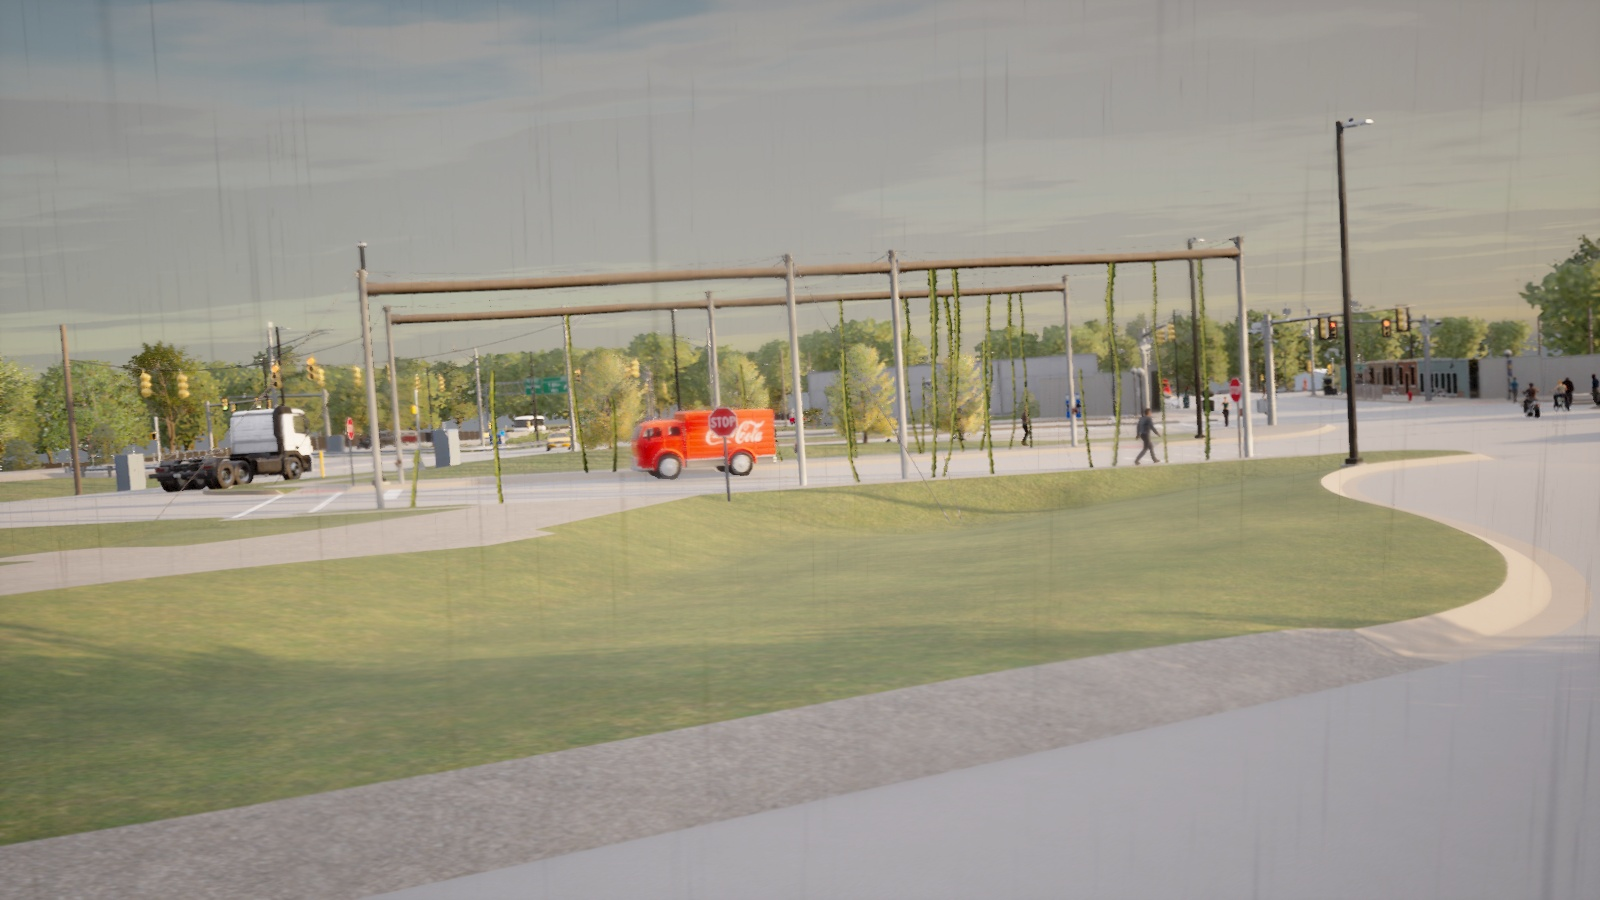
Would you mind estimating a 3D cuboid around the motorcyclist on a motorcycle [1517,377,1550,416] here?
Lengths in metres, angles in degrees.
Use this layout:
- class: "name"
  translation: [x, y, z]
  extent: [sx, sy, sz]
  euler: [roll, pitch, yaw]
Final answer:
- class: "motorcyclist on a motorcycle"
  translation: [33.470, -2.444, 57.346]
  extent: [0.766, 1.649, 2.350]
  euler: [-4, 1, 19]

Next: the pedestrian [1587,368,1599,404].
- class: "pedestrian"
  translation: [41.653, -3.326, 65.626]
  extent: [0.726, 1.835, 0.370]
  euler: [-3, 3, 14]

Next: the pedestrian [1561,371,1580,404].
- class: "pedestrian"
  translation: [44.369, -3.594, 72.321]
  extent: [0.634, 1.844, 0.899]
  euler: [-3, 3, 16]

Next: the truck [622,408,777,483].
- class: "truck"
  translation: [-3.786, -0.222, 46.921]
  extent: [5.204, 2.467, 2.627]
  euler: [-3, 3, -17]

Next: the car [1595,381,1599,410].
- class: "car"
  translation: [36.990, -2.464, 55.082]
  extent: [1.895, 1.301, 4.718]
  euler: [-4, 2, 10]

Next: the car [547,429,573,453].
- class: "car"
  translation: [-18.101, -0.707, 94.539]
  extent: [1.801, 1.575, 5.366]
  euler: [-4, 2, -11]

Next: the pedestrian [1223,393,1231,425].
- class: "pedestrian"
  translation: [25.041, -2.412, 73.594]
  extent: [0.345, 1.836, 0.594]
  euler: [-3, 3, 17]

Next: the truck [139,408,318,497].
- class: "truck"
  translation: [-24.677, -0.025, 54.812]
  extent: [2.891, 3.462, 7.936]
  euler: [-4, 1, 10]

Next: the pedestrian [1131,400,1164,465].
- class: "pedestrian"
  translation: [10.762, -0.536, 38.865]
  extent: [0.788, 1.949, 0.423]
  euler: [-5, 3, -17]
